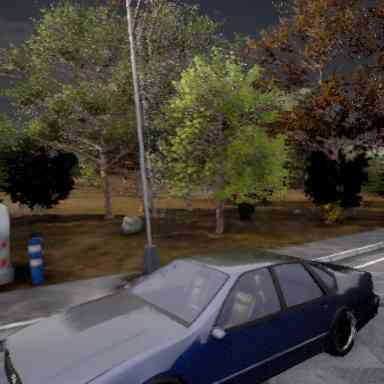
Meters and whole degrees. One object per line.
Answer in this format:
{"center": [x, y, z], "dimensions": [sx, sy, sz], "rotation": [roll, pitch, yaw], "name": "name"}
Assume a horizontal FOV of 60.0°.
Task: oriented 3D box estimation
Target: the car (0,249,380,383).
{"center": [0.502, 1.558, 4.474], "dimensions": [5.357, 1.411, 2.033], "rotation": [0, 0, -37], "name": "car"}
